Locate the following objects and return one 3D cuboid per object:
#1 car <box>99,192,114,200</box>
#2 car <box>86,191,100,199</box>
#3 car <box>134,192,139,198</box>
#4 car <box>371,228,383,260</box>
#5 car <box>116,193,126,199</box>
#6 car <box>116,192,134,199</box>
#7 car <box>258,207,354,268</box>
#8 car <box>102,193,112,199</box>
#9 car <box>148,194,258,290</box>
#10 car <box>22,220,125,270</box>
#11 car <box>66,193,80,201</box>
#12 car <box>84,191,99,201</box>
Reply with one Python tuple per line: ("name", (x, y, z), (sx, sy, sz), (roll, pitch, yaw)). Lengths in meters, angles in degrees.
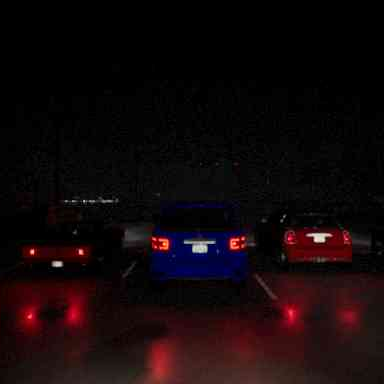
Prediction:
("car", (-18.266, 1.112, 72.578), (1.994, 1.385, 4.181), (0, 0, -1))
("car", (-25.578, 0.687, 86.099), (2.150, 2.045, 5.566), (0, 0, -3))
("car", (-15.227, 0.802, 88.247), (2.097, 1.767, 4.553), (0, 0, -3))
("car", (7.018, 1.467, 9.406), (2.128, 1.511, 4.902), (0, 0, 0))
("car", (-18.662, 0.953, 87.391), (1.837, 1.490, 4.892), (0, 0, -3))
("car", (-14.774, 1.150, 73.246), (1.895, 1.301, 4.718), (0, 0, -1))
("car", (3.505, 1.322, 11.303), (2.097, 1.767, 4.553), (0, 0, 0))
("car", (-22.129, 0.981, 86.814), (1.812, 1.442, 4.674), (0, 0, -3))
("car", (0.043, 1.197, 9.201), (2.150, 2.045, 5.566), (0, 0, -2))
("car", (-3.489, 1.572, 10.839), (1.895, 1.301, 4.718), (0, 0, 0))
("car", (-25.245, 1.073, 70.686), (1.837, 1.490, 4.892), (0, 0, -1))
("car", (-21.755, 1.044, 71.649), (1.882, 1.535, 5.008), (0, 0, -1))
